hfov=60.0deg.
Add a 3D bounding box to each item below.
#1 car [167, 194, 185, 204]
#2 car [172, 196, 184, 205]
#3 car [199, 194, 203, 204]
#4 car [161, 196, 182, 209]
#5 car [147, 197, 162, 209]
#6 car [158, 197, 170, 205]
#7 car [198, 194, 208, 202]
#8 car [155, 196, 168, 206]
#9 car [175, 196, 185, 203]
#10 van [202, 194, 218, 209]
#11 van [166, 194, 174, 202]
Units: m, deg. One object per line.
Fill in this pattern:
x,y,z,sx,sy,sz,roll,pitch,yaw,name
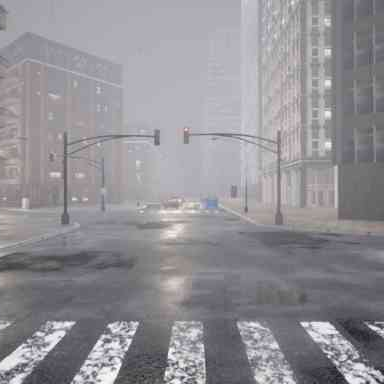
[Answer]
-2.706,1.414,54.165,2.097,1.767,4.553,0,0,0,car
-2.658,1.579,64.005,2.128,1.511,4.902,0,0,1,car
2.715,1.644,68.102,1.887,1.381,4.507,0,0,0,car
-2.731,1.644,45.039,1.895,1.301,4.718,0,0,0,car
-5.213,1.570,45.740,1.752,1.417,4.829,0,0,0,car
-5.177,1.650,62.568,1.947,1.339,4.313,0,0,0,car
2.750,1.467,84.761,2.192,1.841,5.009,0,0,0,car
-5.189,1.509,57.016,1.967,1.590,4.097,0,0,0,car
-2.590,1.668,73.887,1.994,1.385,4.181,0,0,0,car
2.668,1.386,45.893,1.690,1.788,3.998,0,0,0,van
-5.140,1.473,79.224,1.690,1.788,3.998,0,0,0,van
